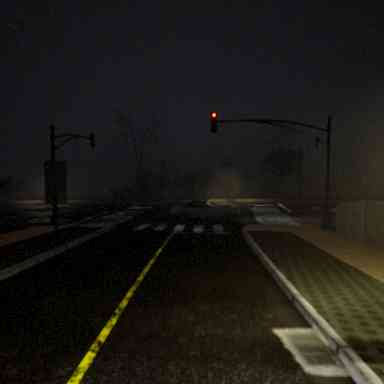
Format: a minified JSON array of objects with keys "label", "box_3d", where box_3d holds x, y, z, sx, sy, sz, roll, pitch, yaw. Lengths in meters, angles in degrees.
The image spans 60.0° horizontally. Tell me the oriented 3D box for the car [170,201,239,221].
[{"label":"car","box_3d":[0.918,1.260,23.083,4.718,1.301,1.895,0,1,7]}]
